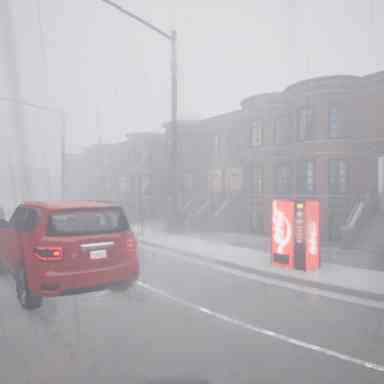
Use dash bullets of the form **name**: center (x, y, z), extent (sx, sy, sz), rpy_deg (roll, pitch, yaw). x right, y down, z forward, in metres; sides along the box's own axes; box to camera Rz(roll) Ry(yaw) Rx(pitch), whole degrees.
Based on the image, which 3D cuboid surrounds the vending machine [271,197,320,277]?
- **vending machine**: center (2.941, 1.195, 9.479), extent (1.100, 2.100, 0.880), rpy_deg (0, 0, -40)

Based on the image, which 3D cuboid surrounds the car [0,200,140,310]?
- **car**: center (-3.324, 1.222, 8.204), extent (2.150, 2.045, 5.566), rpy_deg (0, 0, -37)
